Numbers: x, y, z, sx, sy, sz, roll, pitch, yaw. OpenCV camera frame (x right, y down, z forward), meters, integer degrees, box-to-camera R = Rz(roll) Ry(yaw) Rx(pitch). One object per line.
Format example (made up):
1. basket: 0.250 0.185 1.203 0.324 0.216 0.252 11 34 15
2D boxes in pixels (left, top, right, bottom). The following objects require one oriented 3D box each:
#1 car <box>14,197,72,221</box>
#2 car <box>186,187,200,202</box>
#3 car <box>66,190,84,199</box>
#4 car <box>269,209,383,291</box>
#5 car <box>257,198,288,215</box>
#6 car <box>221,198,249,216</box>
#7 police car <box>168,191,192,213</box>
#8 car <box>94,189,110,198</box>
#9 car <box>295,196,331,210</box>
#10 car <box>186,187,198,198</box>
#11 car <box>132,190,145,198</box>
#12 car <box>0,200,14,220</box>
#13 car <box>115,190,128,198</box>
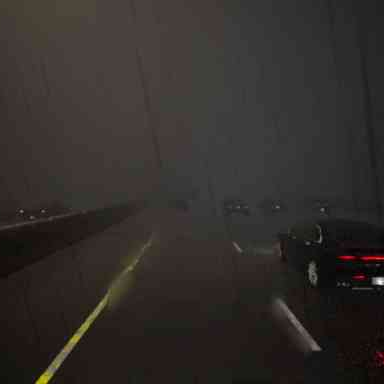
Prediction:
1. car: -10.600 1.326 24.235 1.895 1.301 4.718 0 1 0
2. car: 0.001 0.444 49.332 2.150 2.045 5.566 0 1 0
3. car: -21.022 0.457 59.998 1.882 1.535 5.008 0 1 0
4. car: 3.599 1.429 8.787 1.837 1.490 4.892 0 1 0
5. car: 7.099 1.201 29.547 1.994 1.385 4.181 0 1 0
6. car: 3.599 1.205 28.364 2.033 1.411 5.357 0 1 0
7. police car: -1.226 1.024 31.594 1.930 1.638 5.238 0 1 0
8. car: -17.505 0.222 64.868 2.097 1.767 4.553 0 1 0
9. car: 10.599 1.144 29.435 1.837 1.490 4.892 0 1 0
10. car: 0.001 0.107 64.341 2.150 2.045 5.566 0 1 0
11. car: -10.504 0.392 65.727 2.033 1.411 5.357 0 1 0
12. car: -14.100 1.320 24.638 1.895 1.301 4.718 0 1 0
13. car: -14.003 0.347 66.418 2.128 1.511 4.902 0 1 0
